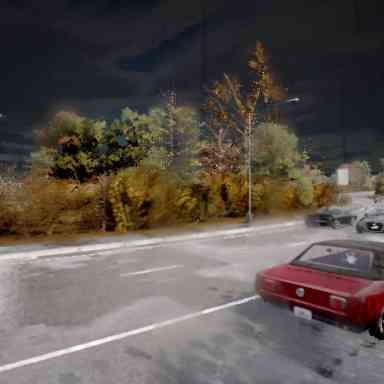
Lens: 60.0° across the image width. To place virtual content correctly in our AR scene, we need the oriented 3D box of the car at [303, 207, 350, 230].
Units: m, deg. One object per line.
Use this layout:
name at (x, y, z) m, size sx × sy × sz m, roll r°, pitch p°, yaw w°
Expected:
car at (9.046, 1.633, 21.518) m, size 1.895 × 1.301 × 4.718 m, roll 0°, pitch 0°, yaw 44°

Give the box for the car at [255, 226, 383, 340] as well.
car at (3.470, 1.613, 6.621) m, size 4.718 × 1.301 × 1.895 m, roll 0°, pitch 0°, yaw -39°

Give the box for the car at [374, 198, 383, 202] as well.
car at (31.639, 1.250, 55.705) m, size 1.994 × 1.385 × 4.181 m, roll 0°, pitch 0°, yaw 23°

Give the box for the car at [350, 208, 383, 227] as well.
car at (10.523, 1.589, 18.083) m, size 1.994 × 1.385 × 4.181 m, roll 0°, pitch 0°, yaw 44°
